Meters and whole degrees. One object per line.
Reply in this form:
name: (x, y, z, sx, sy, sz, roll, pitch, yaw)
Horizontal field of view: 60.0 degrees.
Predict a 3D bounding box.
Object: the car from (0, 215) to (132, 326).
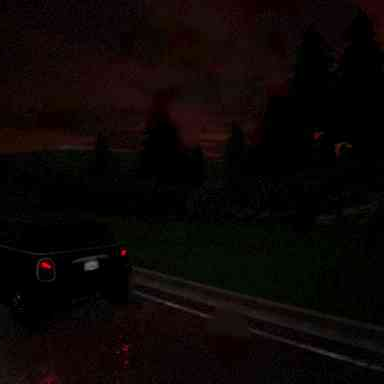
car: (-3.381, 1.313, 7.315, 4.553, 1.767, 2.097, 1, 0, 41)
